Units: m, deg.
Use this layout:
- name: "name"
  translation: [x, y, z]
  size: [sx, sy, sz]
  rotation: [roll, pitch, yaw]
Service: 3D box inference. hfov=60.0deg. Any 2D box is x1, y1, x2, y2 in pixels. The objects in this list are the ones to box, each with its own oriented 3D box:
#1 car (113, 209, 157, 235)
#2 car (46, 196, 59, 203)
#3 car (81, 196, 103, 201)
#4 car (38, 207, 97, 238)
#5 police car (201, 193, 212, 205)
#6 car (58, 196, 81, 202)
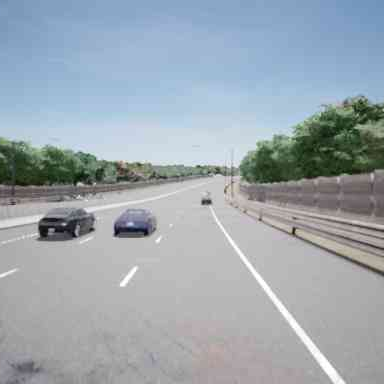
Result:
- name: "car"
  translation: [-3.217, 1.660, 19.504]
  size: [1.994, 1.385, 4.181]
  rotation: [0, 0, 1]
- name: "car"
  translation: [-23.129, 1.455, 57.049]
  size: [1.837, 1.490, 4.892]
  rotation: [0, 1, 3]
- name: "car"
  translation: [-16.195, 1.468, 55.782]
  size: [2.128, 1.511, 4.902]
  rotation: [0, 0, 3]
- name: "car"
  translation: [-6.736, 1.592, 18.441]
  size: [1.837, 1.490, 4.892]
  rotation: [0, 0, 1]
- name: "police car"
  translation: [2.533, 1.432, 58.410]
  size: [1.930, 1.638, 5.238]
  rotation: [0, 0, 3]
- name: "car"
  translation: [-19.736, 1.573, 55.019]
  size: [1.895, 1.301, 4.718]
  rotation: [0, 0, 3]
